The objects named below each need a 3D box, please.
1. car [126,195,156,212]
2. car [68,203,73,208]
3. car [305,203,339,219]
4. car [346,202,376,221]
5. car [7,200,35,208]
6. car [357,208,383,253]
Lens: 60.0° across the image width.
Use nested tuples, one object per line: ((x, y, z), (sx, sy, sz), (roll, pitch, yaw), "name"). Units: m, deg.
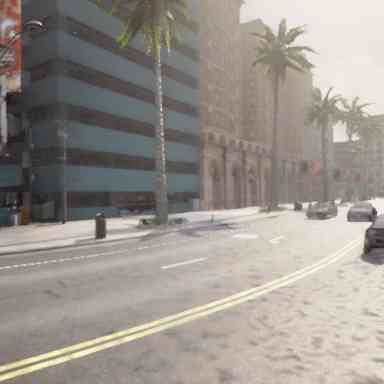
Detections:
((-5.789, 1.372, 42.291), (2.435, 2.045, 5.566), (-1, 0, 35), "car")
((-21.314, 2.003, 52.374), (1.895, 1.301, 4.718), (-1, 0, 35), "car")
((12.081, 1.696, 30.628), (2.033, 1.411, 5.357), (-1, 0, 35), "car")
((14.189, 1.605, 27.583), (1.812, 1.442, 4.674), (-1, -1, 36), "car")
((-30.506, 2.078, 59.463), (2.161, 1.482, 4.786), (-1, 0, 35), "car")
((8.050, 1.554, 13.016), (1.812, 1.442, 4.674), (-1, 0, 38), "car")
